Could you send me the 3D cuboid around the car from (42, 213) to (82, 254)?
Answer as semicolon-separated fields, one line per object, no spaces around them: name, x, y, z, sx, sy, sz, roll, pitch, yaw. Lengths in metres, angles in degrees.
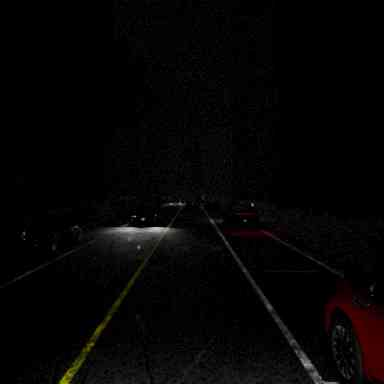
car;-5.849;1.547;13.506;1.947;1.339;4.313;0;0;0

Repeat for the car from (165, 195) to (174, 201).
car;-5.819;1.591;86.615;1.752;1.417;4.829;0;0;1

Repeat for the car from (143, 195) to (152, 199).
car;-5.839;1.421;36.063;1.967;1.590;4.097;0;0;0

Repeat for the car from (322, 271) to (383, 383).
car;2.670;1.312;2.213;2.192;1.841;5.009;0;0;0

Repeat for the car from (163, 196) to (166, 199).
car;-5.829;1.308;52.981;2.192;1.841;5.009;0;0;0

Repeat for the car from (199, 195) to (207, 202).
car;2.711;1.576;81.365;1.752;1.417;4.829;0;0;1

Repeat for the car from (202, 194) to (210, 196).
car;2.693;1.428;47.324;1.967;1.590;4.097;0;0;0

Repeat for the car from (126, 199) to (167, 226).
car;-3.087;1.479;23.376;1.837;1.490;4.892;0;0;0

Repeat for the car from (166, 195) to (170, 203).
car;-5.824;1.448;64.261;1.967;1.590;4.097;0;0;0

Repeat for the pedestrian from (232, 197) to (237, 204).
pedestrian;3.013;1.267;24.259;0.375;1.860;0.375;0;0;-15

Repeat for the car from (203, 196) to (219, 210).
car;2.690;1.529;41.685;1.887;1.381;4.507;0;0;0

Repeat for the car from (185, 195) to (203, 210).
car;0.083;1.534;43.610;2.033;1.411;5.357;0;0;0

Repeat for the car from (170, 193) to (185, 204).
car;-2.986;1.360;64.915;2.097;1.767;4.553;0;0;1

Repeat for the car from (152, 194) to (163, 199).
car;-5.832;1.304;47.342;2.192;1.841;5.009;0;0;0

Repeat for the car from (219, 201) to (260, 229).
car;3.012;1.453;21.254;1.882;1.535;5.008;0;0;0

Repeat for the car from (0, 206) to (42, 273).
car;-5.852;1.304;7.865;2.192;1.841;5.009;0;0;0

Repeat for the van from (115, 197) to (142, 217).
van;-5.842;1.319;30.423;1.690;1.788;3.998;0;0;0

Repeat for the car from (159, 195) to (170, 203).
car;-5.821;1.459;69.899;1.967;1.590;4.097;0;0;0
